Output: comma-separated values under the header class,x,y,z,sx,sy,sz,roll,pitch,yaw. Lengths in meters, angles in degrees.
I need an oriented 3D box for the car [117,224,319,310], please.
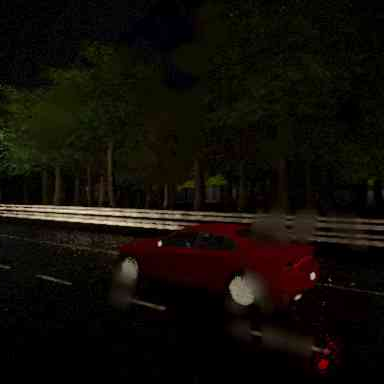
class,x,y,z,sx,sy,sz,roll,pitch,yaw
car,0.339,1.496,7.928,5.008,1.535,1.882,0,0,36
